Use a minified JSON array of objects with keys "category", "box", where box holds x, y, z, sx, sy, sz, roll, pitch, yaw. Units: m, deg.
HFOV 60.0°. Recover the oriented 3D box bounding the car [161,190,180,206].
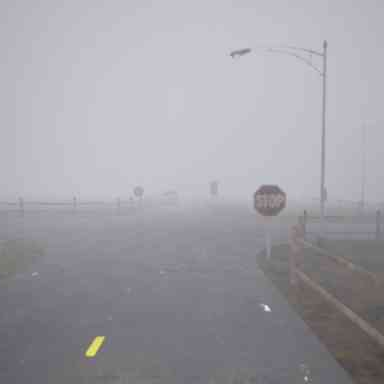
[{"category":"car","box":[-2.736,0.776,42.577,2.150,2.045,5.566,0,2,0]}]
